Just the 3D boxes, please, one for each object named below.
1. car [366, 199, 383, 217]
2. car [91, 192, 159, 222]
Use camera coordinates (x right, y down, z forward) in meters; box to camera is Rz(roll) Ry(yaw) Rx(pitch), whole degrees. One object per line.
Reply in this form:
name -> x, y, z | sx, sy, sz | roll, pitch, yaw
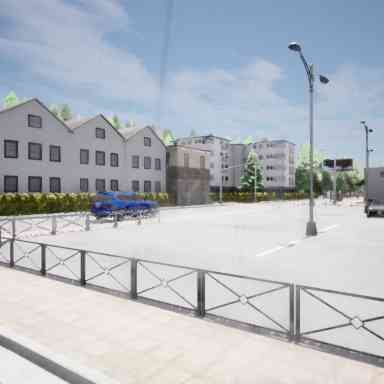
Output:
car -> 15.382, 1.298, 26.839 | 2.007, 1.523, 4.514 | 0, 0, 35
car -> -4.859, 1.032, 24.735 | 2.150, 2.045, 5.566 | 0, 0, 34
